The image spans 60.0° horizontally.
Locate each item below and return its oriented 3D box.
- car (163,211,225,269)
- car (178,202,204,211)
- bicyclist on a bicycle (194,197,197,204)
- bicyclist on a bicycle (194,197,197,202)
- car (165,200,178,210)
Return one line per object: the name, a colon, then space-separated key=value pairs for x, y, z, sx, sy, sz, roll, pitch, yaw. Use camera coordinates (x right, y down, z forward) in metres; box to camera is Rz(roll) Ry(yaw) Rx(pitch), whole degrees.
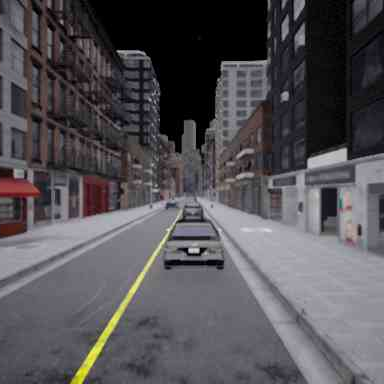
car: x=0.069 y=1.607 z=11.322 sx=2.033 sy=1.411 sz=5.357 roll=0 pitch=0 yaw=0
car: x=0.091 y=1.663 z=31.160 sx=2.128 sy=1.511 sz=4.902 roll=0 pitch=0 yaw=0
bicyclist on a bicycle: x=0.764 y=1.927 z=78.608 sx=0.582 sy=1.620 sz=1.656 roll=0 pitch=-1 yaw=0
bicyclist on a bicycle: x=0.765 y=1.866 z=69.608 sx=0.582 sy=1.620 sz=1.656 roll=0 pitch=-1 yaw=0
car: x=-2.828 y=1.819 z=47.683 sx=2.033 sy=1.411 sz=5.357 roll=0 pitch=0 yaw=0
